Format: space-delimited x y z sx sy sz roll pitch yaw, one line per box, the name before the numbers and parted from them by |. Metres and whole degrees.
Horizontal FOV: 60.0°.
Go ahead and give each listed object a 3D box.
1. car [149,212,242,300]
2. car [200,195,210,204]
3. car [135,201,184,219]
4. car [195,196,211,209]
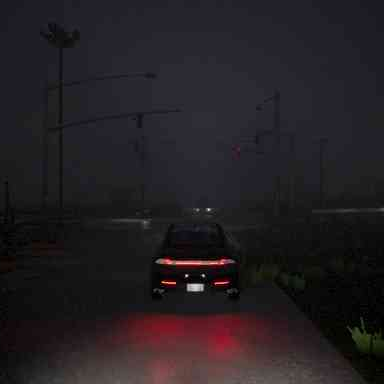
car | 0.078 1.492 8.364 2.128 1.511 4.902 0 0 0
car | 2.565 1.442 64.642 1.882 1.535 5.008 0 0 3
car | -2.759 1.528 29.086 4.674 1.442 1.812 0 1 -44
car | 1.570 1.491 45.913 1.812 1.442 4.674 0 0 3
